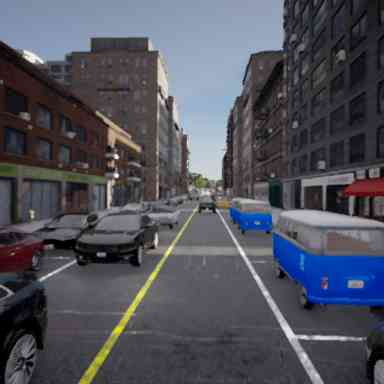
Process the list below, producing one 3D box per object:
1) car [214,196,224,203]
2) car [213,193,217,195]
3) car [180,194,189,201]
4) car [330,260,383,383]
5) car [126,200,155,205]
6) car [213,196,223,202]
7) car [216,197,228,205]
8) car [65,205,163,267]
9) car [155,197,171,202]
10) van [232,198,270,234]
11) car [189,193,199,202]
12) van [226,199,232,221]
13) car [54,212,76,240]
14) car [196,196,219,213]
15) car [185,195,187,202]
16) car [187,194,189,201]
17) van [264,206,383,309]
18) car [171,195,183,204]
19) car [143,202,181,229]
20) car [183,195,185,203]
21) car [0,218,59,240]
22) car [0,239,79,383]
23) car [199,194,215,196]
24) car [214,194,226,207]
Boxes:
[{"bbox_3d":[5.700,1.579,70.074,1.887,1.381,4.507,1,0,3],"label":"car"},{"bbox_3d":[5.449,1.475,64.397,1.967,1.590,4.097,1,0,3],"label":"car"},{"bbox_3d":[-1.813,1.394,81.782,1.967,1.590,4.097,1,0,3],"label":"car"},{"bbox_3d":[2.678,1.577,1.953,2.008,1.369,4.403,1,0,3],"label":"car"},{"bbox_3d":[-4.332,1.503,25.015,2.008,1.369,4.403,1,0,3],"label":"car"},{"bbox_3d":[5.951,1.585,75.750,2.008,1.369,4.403,1,0,3],"label":"car"},{"bbox_3d":[5.196,1.579,58.720,1.887,1.381,4.507,1,0,3],"label":"car"},{"bbox_3d":[-2.381,1.453,11.645,1.882,1.535,5.008,1,0,3],"label":"car"},{"bbox_3d":[-3.828,1.520,36.368,1.947,1.339,4.313,1,0,3],"label":"car"},{"bbox_3d":[3.435,1.372,18.983,1.690,1.788,3.998,1,0,3],"label":"van"},{"bbox_3d":[0.558,1.142,75.645,2.150,2.045,5.566,1,0,3],"label":"car"},{"bbox_3d":[3.687,1.373,24.660,1.690,1.788,3.998,1,0,3],"label":"van"},{"bbox_3d":[-4.836,1.516,13.662,1.947,1.339,4.313,1,0,3],"label":"car"},{"bbox_3d":[1.712,1.515,37.407,1.837,1.490,4.892,1,1,3],"label":"car"},{"bbox_3d":[-2.569,1.521,64.752,1.947,1.339,4.313,1,0,3],"label":"car"},{"bbox_3d":[-2.316,1.395,70.429,1.967,1.590,4.097,1,0,3],"label":"car"},{"bbox_3d":[2.931,1.370,7.629,1.690,1.788,3.998,1,0,3],"label":"van"},{"bbox_3d":[-3.073,1.506,53.399,2.008,1.369,4.403,1,0,3],"label":"car"},{"bbox_3d":[-1.933,1.578,21.657,1.895,1.301,4.718,1,0,3],"label":"car"},{"bbox_3d":[-2.821,1.500,59.076,1.887,1.381,4.507,1,0,3],"label":"car"},{"bbox_3d":[-5.088,1.531,7.985,1.802,1.307,4.206,1,0,3],"label":"car"},{"bbox_3d":[-2.801,1.464,2.281,2.128,1.511,4.902,1,0,3],"label":"car"},{"bbox_3d":[2.230,1.513,49.131,1.837,1.490,4.892,1,0,3],"label":"car"},{"bbox_3d":[4.224,1.487,46.081,1.801,1.575,5.366,1,0,3],"label":"car"}]
